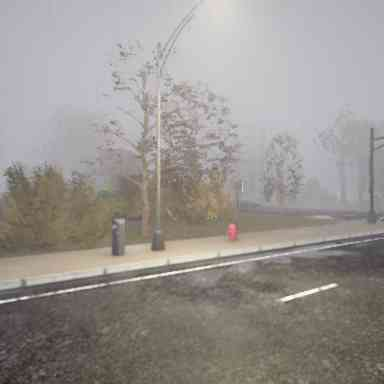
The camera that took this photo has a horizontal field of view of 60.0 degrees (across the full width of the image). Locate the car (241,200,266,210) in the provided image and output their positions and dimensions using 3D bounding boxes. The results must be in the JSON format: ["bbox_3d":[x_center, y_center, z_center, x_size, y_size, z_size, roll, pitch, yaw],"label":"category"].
[{"bbox_3d":[7.801,1.760,46.551,1.895,1.301,4.718,0,-1,-26],"label":"car"}]

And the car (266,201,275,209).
[{"bbox_3d":[10.138,1.790,49.609,1.895,1.301,4.718,0,-1,-26],"label":"car"}]
